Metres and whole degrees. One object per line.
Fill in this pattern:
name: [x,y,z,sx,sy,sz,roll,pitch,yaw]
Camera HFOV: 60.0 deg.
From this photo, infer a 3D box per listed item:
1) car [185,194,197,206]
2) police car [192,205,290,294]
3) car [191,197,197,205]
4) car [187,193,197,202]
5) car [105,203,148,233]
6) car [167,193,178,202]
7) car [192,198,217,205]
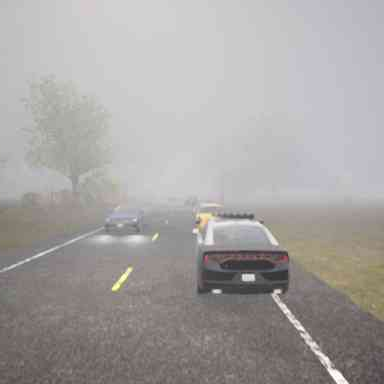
car: [0.020,1.219,46.610,1.994,1.385,4.181,0,0,1]
police car: [1.048,1.365,8.760,1.930,1.638,5.238,0,0,0]
car: [1.043,1.354,24.651,1.812,1.442,4.674,0,0,0]
car: [-0.005,1.045,60.276,1.837,1.490,4.892,0,0,0]
car: [-3.606,1.394,18.999,1.812,1.442,4.674,0,0,0]
car: [-3.567,1.030,61.957,1.837,1.490,4.892,0,1,1]
car: [1.045,1.325,18.840,1.801,1.575,5.366,0,0,0]
